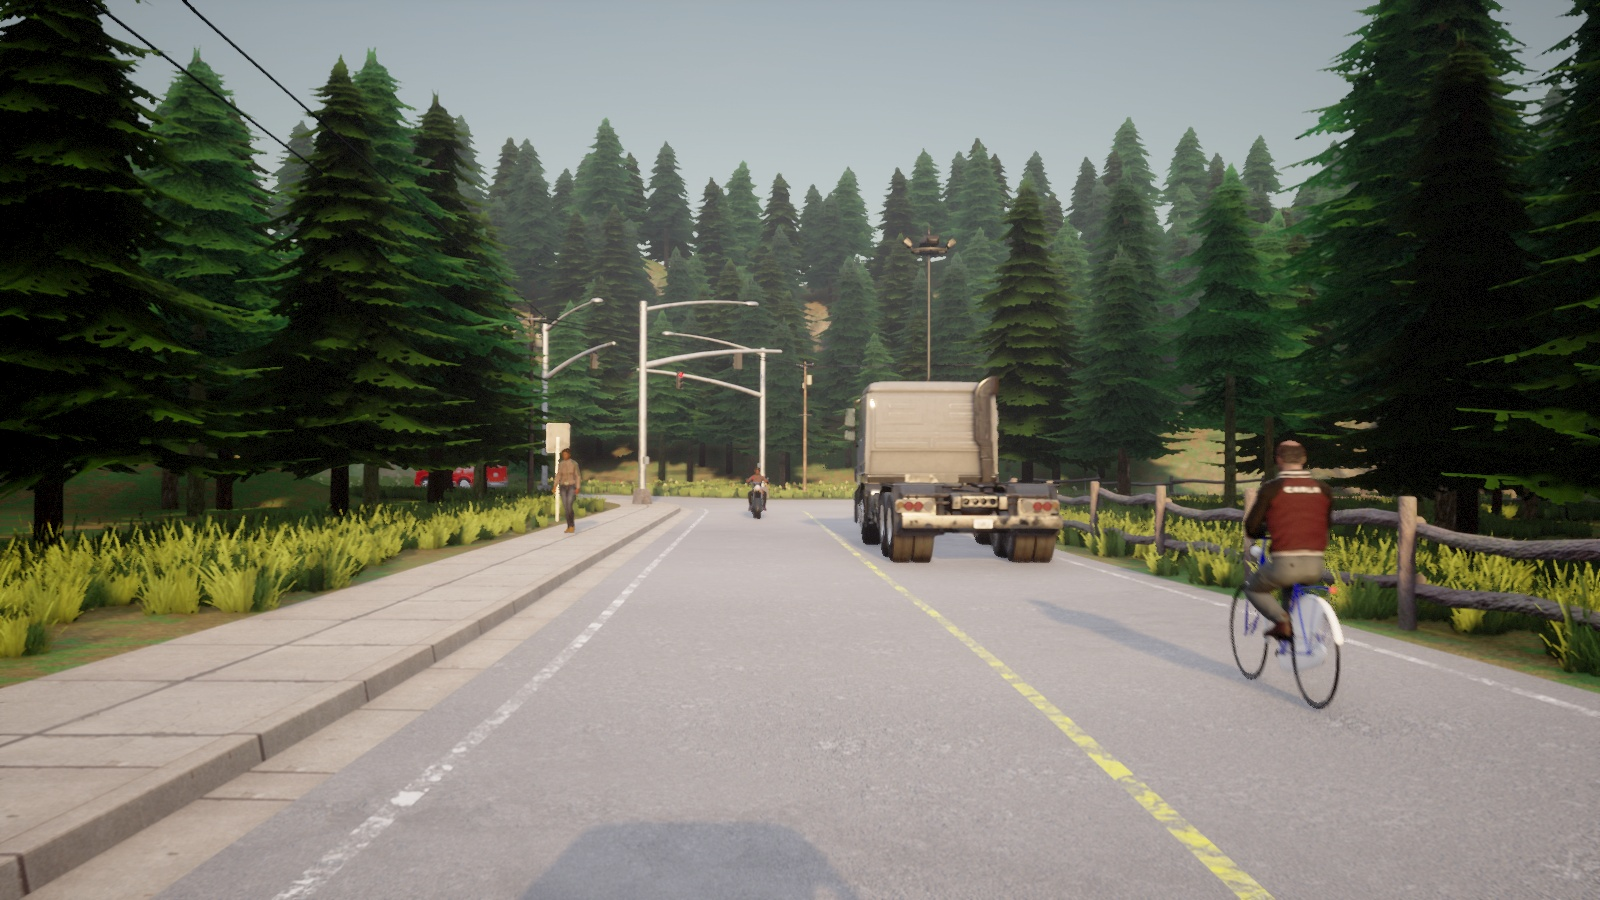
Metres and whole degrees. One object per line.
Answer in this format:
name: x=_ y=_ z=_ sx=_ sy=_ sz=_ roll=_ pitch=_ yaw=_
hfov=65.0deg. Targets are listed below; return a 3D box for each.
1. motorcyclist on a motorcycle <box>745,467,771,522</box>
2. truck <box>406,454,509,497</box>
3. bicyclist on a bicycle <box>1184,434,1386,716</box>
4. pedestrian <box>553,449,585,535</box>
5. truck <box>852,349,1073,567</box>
motorcyclist on a motorcycle: x=-1.310 y=1.347 z=39.072 sx=0.766 sy=1.649 sz=2.350 roll=0 pitch=-1 yaw=-2
truck: x=-19.956 y=1.485 z=73.241 sx=5.204 sy=2.467 sz=2.627 roll=-1 pitch=-1 yaw=20
bicyclist on a bicycle: x=3.339 y=0.798 z=8.846 sx=0.659 sy=1.776 sz=1.843 roll=0 pitch=-1 yaw=-1
pedestrian: x=-4.941 y=0.895 z=26.911 sx=0.328 sy=1.805 sz=0.869 roll=0 pitch=-1 yaw=15
truck: x=2.759 y=0.178 z=24.009 sx=2.891 sy=3.462 sz=7.936 roll=0 pitch=-1 yaw=-2
